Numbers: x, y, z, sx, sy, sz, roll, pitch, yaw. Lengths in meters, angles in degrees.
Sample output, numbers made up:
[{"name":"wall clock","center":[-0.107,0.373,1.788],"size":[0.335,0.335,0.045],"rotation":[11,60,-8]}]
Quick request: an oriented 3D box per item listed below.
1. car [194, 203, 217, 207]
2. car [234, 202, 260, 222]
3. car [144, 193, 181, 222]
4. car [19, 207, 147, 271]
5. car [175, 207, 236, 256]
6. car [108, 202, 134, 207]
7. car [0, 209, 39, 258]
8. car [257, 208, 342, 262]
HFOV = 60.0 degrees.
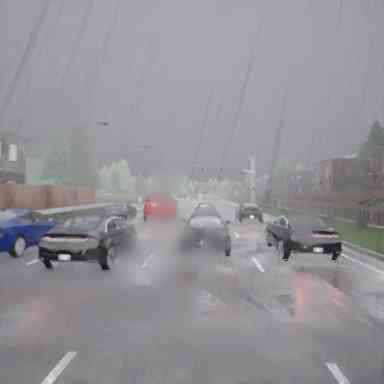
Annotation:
[{"name":"car","center":[1.138,1.615,27.635],"size":[1.994,1.385,4.181],"rotation":[1,0,3]},{"name":"car","center":[4.633,1.623,27.426],"size":[1.837,1.490,4.892],"rotation":[1,0,3]},{"name":"car","center":[-2.417,1.201,26.413],"size":[2.150,2.045,5.566],"rotation":[1,0,3]},{"name":"car","center":[-3.079,1.443,10.760],"size":[2.128,1.511,4.902],"rotation":[1,0,3]},{"name":"car","center":[0.544,1.551,13.248],"size":[1.812,1.442,4.674],"rotation":[1,0,3]},{"name":"car","center":[-5.868,1.481,27.641],"size":[1.994,1.385,4.181],"rotation":[1,0,3]},{"name":"car","center":[-6.501,1.367,12.414],"size":[1.882,1.535,5.008],"rotation":[1,-1,3]},{"name":"car","center":[4.021,1.582,12.688],"size":[2.128,1.511,4.902],"rotation":[1,0,3]}]
